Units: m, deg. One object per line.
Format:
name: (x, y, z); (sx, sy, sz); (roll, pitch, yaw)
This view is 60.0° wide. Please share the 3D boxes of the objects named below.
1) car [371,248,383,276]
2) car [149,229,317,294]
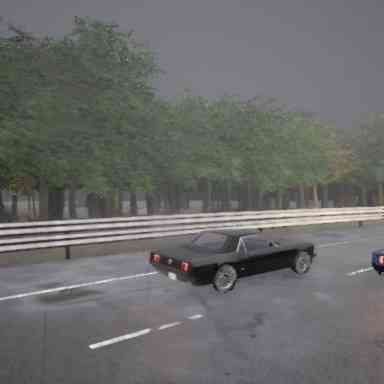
car: (6.745, 1.642, 8.703); (4.718, 1.301, 1.895); (0, -1, -36)
car: (1.333, 1.674, 9.077); (4.718, 1.301, 1.895); (0, -1, -37)
